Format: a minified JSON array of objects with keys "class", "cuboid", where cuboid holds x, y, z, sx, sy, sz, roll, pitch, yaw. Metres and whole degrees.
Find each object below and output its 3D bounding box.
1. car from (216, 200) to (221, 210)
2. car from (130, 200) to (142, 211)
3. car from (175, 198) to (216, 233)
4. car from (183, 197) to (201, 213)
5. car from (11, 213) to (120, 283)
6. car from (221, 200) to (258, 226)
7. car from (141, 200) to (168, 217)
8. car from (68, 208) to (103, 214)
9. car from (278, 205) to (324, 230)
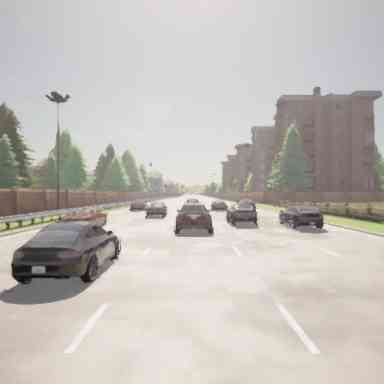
[{"class":"car","cuboid":[3.521,1.755,44.319,1.994,1.385,4.181,0,0,0]},{"class":"car","cuboid":[-6.978,1.756,44.277,1.994,1.385,4.181,0,0,0]},{"class":"car","cuboid":[0.108,1.439,20.258,2.097,1.767,4.553,0,0,0]},{"class":"car","cuboid":[0.039,1.527,40.782,2.097,1.767,4.553,0,0,0]},{"class":"car","cuboid":[-3.396,1.568,9.673,1.812,1.442,4.674,0,0,0]},{"class":"car","cuboid":[3.607,1.598,24.601,2.128,1.511,4.902,0,0,0]},{"class":"car","cuboid":[-3.415,1.689,32.761,2.033,1.411,5.357,0,0,0]},{"class":"car","cuboid":[-6.892,1.696,21.742,1.895,1.301,4.718,0,0,0]},{"class":"car","cuboid":[7.108,1.601,22.034,1.837,1.490,4.892,0,0,0]}]
